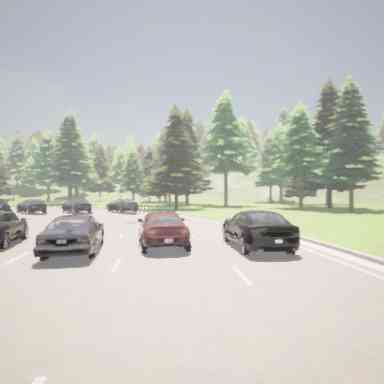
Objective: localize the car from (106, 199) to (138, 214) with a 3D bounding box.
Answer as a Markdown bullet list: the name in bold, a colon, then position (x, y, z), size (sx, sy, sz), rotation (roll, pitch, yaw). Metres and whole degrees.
- **car**: position (-7.606, 1.499, 35.935), size (2.128, 1.511, 4.902), rotation (0, 0, -39)

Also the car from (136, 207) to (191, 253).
- **car**: position (-1.236, 1.518, 13.726), size (1.812, 1.442, 4.674), rotation (0, 0, -11)

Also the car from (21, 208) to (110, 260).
- **car**: position (-4.431, 1.561, 12.592), size (2.033, 1.411, 5.357), rotation (0, 0, -11)

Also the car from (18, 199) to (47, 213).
- **car**: position (-17.234, 1.572, 35.591), size (4.892, 1.490, 1.837), rotation (0, -1, 43)

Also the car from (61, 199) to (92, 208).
- **car**: position (-12.490, 1.543, 35.784), size (1.837, 1.490, 4.892), rotation (1, -1, -43)

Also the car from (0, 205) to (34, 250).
- **car**: position (-8.472, 1.542, 14.243), size (1.837, 1.490, 4.892), rotation (0, 0, -13)

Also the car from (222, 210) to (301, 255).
- **car**: position (2.517, 1.447, 13.192), size (1.882, 1.535, 5.008), rotation (0, 0, -7)

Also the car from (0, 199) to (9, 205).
- **car**: position (-19.928, 1.439, 33.277), size (4.553, 1.767, 2.097), rotation (0, 0, 43)
